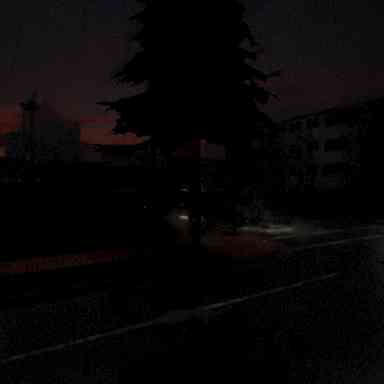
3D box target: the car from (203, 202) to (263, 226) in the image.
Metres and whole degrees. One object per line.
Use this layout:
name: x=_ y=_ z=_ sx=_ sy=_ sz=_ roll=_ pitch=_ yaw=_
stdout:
car: x=2.803 y=1.471 z=23.555 sx=1.882 sy=1.535 sz=5.008 roll=0 pitch=0 yaw=-35

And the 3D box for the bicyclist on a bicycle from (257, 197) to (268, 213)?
bicyclist on a bicycle: x=7.021 y=1.278 z=33.155 sx=1.656 sy=1.620 sz=0.582 roll=0 pitch=0 yaw=-35
